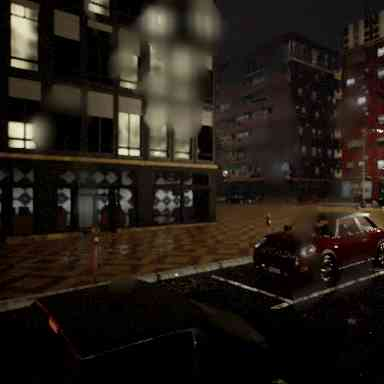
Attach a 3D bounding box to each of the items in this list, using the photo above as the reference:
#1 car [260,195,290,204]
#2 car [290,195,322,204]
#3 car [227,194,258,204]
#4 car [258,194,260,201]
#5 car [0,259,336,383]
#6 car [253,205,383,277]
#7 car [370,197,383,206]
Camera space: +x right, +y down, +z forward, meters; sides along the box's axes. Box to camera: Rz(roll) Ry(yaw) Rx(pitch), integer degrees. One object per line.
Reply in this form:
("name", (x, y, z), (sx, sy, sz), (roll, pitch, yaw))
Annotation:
("car", (13.728, 1.111, 53.403), (1.887, 1.381, 4.507), (0, 0, -35))
("car", (17.015, 1.118, 48.782), (1.802, 1.307, 4.206), (0, 0, -35))
("car", (6.896, 1.127, 48.549), (2.008, 1.369, 4.403), (0, 0, -35))
("car", (10.439, 1.037, 58.023), (1.967, 1.590, 4.097), (0, 0, -35))
("car", (-0.968, 1.590, 2.687), (4.718, 1.301, 1.895), (-1, 1, -36))
("car", (3.573, 1.310, 9.123), (4.097, 1.590, 1.967), (-1, 2, -36))
("car", (23.590, 1.041, 39.542), (1.947, 1.339, 4.313), (0, 0, -35))
